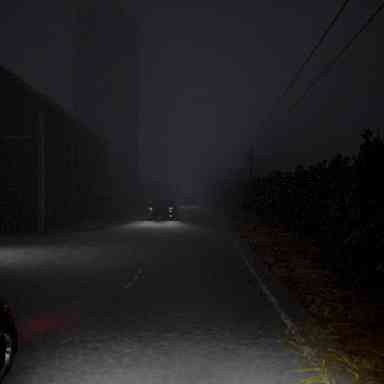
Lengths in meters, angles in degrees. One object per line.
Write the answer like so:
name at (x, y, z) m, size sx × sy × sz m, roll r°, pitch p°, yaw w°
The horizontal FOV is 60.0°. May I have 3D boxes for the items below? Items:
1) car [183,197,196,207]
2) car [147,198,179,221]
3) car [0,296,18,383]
car at (-0.409, 1.454, 52.570) m, size 1.812 × 1.442 × 4.674 m, roll 0°, pitch 0°, yaw 2°
car at (-2.306, 1.336, 27.372) m, size 2.097 × 1.767 × 4.553 m, roll 0°, pitch 0°, yaw 4°
car at (-3.157, 1.563, 2.420) m, size 1.994 × 1.385 × 4.181 m, roll 0°, pitch 0°, yaw 1°
